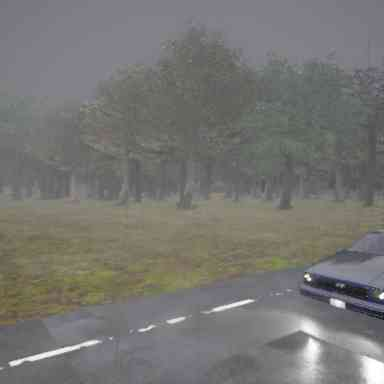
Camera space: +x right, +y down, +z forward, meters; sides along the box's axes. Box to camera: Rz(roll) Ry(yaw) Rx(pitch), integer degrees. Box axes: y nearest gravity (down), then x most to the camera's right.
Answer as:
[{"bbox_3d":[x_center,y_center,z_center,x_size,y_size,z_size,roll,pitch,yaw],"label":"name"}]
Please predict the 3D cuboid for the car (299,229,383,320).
[{"bbox_3d":[4.709,1.554,7.322,5.357,1.411,2.033,0,0,-35],"label":"car"}]
